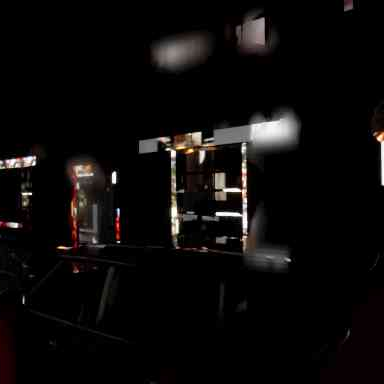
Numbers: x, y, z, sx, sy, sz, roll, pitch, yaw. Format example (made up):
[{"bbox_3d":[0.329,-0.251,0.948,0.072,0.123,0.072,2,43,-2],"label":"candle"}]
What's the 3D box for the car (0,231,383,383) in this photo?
[{"bbox_3d":[-0.329,1.316,3.123,5.009,1.841,2.192,0,-1,35],"label":"car"}]
